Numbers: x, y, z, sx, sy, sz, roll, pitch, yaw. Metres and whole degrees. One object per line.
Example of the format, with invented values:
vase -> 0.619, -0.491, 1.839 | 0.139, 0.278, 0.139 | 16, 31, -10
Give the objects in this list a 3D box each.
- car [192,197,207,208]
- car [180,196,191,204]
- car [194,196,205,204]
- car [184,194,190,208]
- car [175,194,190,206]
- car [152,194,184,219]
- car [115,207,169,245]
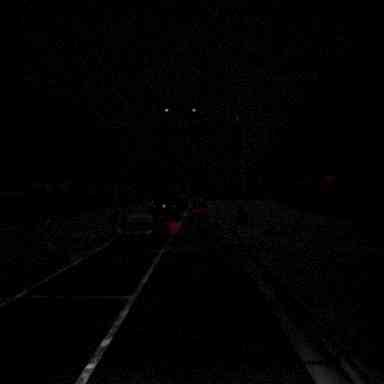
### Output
car -> 1.052, 1.447, 47.128 | 1.882, 1.535, 5.008 | 0, 0, 2
car -> -1.221, 1.494, 64.927 | 1.752, 1.417, 4.829 | 1, 0, 1
car -> 1.339, 1.536, 62.055 | 1.994, 1.385, 4.181 | 0, 0, 1
car -> -1.573, 1.280, 48.504 | 2.192, 1.841, 5.009 | 1, 0, 1
car -> -1.453, 1.281, 54.034 | 2.192, 1.841, 5.009 | 1, 0, 1
car -> -2.139, 1.194, 28.703 | 2.150, 2.045, 5.566 | 0, 0, 1
car -> -2.302, 1.561, 15.317 | 1.802, 1.307, 4.206 | 1, 0, 1
